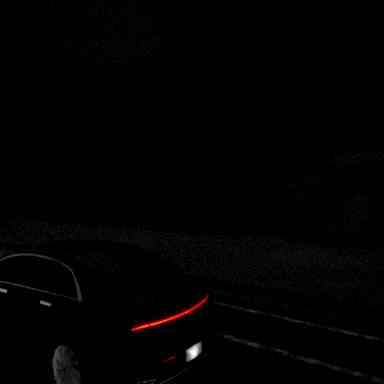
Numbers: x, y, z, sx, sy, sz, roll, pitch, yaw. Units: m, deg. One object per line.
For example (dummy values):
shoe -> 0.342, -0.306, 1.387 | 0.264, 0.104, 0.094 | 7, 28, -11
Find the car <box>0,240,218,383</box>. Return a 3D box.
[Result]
car -> -1.946, 1.512, 5.072 | 4.892, 1.490, 1.837 | 0, 0, 36
